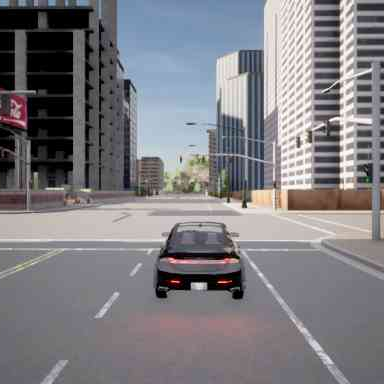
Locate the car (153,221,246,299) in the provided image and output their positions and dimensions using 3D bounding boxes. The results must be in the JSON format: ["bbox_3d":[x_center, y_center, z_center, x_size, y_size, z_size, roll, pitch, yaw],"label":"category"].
[{"bbox_3d":[0.207,1.492,8.440,2.128,1.511,4.902,0,0,2],"label":"car"}]
